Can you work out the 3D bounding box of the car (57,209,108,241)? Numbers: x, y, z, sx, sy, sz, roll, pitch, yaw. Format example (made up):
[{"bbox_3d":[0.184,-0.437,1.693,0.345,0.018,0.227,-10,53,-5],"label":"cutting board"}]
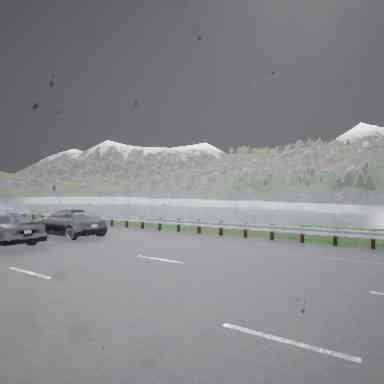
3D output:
[{"bbox_3d":[-6.236,1.572,16.916,4.181,1.385,1.994,0,0,36],"label":"car"}]

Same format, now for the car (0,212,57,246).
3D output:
[{"bbox_3d":[-8.269,1.563,14.066,5.357,1.411,2.033,0,0,36],"label":"car"}]
